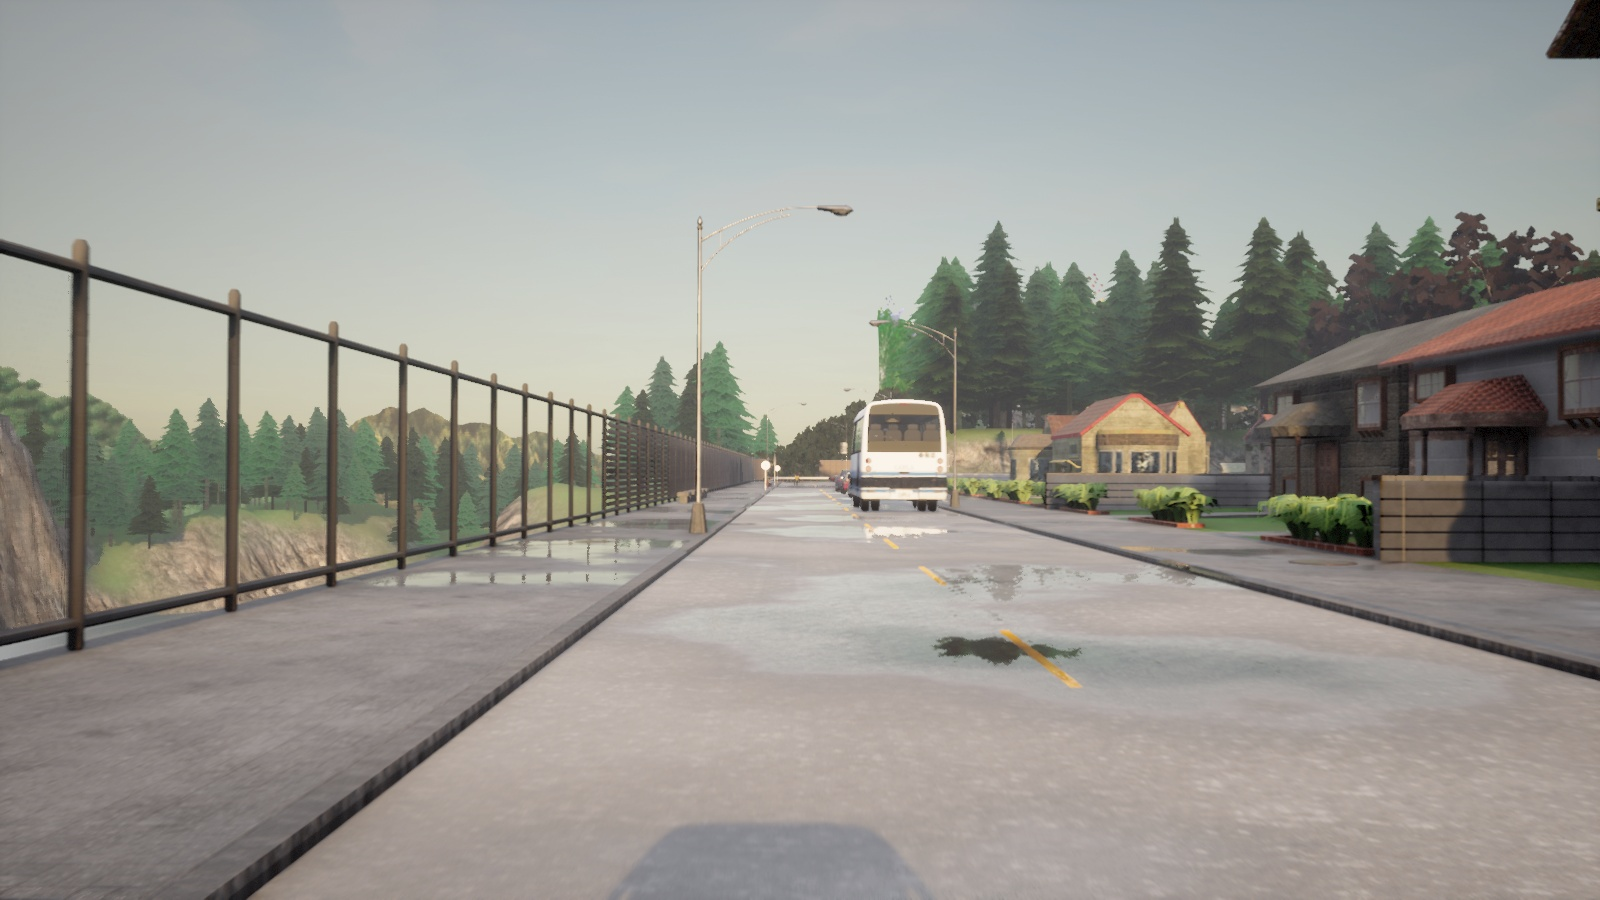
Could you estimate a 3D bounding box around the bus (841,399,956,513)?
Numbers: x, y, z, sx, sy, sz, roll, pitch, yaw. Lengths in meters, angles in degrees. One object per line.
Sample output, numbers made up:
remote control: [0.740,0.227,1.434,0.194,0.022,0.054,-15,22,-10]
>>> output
bus: [3.868,0.297,52.245,3.944,4.253,10.273,0,-1,0]
